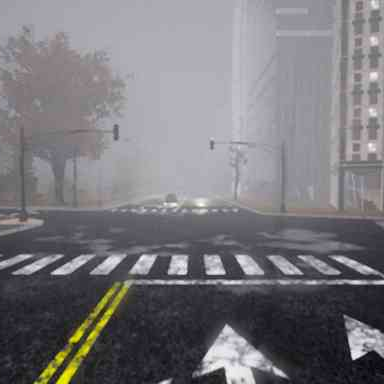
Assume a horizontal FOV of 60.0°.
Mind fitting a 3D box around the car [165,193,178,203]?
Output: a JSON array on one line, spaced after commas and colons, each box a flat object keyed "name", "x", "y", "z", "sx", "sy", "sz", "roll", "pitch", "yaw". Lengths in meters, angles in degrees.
[{"name": "car", "x": -3.201, "y": 0.951, "z": 52.159, "sx": 1.882, "sy": 1.535, "sz": 5.008, "roll": 0, "pitch": 2, "yaw": 0}]
